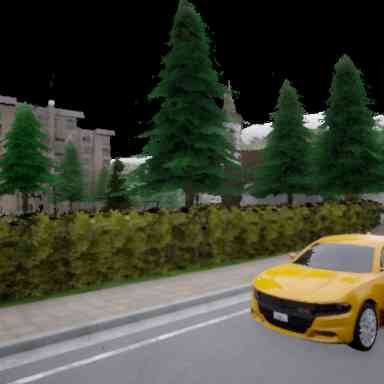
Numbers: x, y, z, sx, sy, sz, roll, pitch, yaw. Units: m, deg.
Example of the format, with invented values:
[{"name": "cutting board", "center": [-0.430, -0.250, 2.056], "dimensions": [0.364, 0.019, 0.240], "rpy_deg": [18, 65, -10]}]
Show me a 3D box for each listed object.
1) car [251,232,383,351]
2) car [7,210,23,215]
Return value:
[{"name": "car", "center": [3.248, 1.634, 6.694], "dimensions": [5.008, 1.535, 1.882], "rpy_deg": [0, -2, -40]}, {"name": "car", "center": [-28.651, 3.777, 53.340], "dimensions": [4.553, 1.767, 2.097], "rpy_deg": [0, -2, -38]}]
